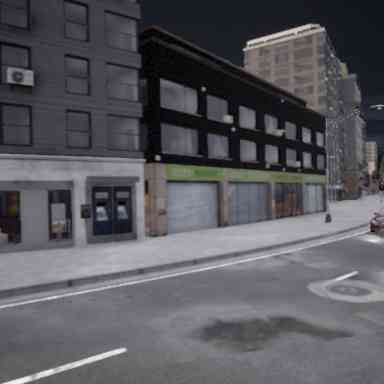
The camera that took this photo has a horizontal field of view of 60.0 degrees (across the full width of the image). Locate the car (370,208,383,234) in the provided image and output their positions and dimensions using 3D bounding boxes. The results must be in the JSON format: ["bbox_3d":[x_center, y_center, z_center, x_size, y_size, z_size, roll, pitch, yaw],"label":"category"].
[{"bbox_3d":[11.582,1.528,18.899,1.812,1.442,4.674,-2,-1,41],"label":"car"}]
